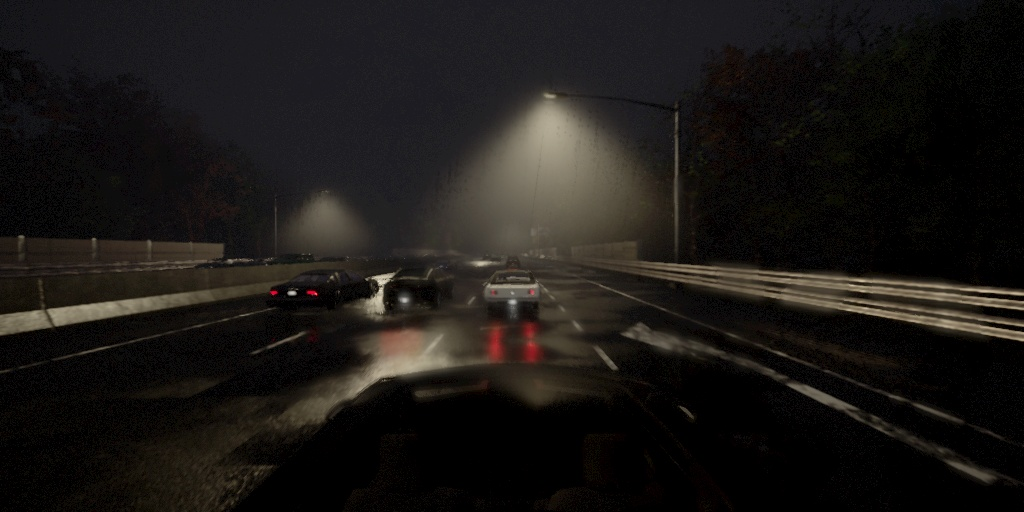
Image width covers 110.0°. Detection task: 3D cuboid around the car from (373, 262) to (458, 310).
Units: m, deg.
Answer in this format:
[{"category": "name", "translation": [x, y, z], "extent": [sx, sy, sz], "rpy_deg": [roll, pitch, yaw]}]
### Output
[{"category": "car", "translation": [-3.454, 1.145, 13.989], "extent": [1.837, 1.490, 4.892], "rpy_deg": [0, 1, 0]}]

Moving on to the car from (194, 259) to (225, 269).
[{"category": "car", "translation": [-27.945, 1.015, 34.497], "extent": [2.128, 1.511, 4.902], "rpy_deg": [0, 1, 1]}]

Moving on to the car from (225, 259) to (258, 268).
[{"category": "car", "translation": [-24.446, 1.001, 34.580], "extent": [2.128, 1.511, 4.902], "rpy_deg": [0, 1, 1]}]

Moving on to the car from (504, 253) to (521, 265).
[{"category": "car", "translation": [0.164, 0.772, 49.256], "extent": [1.837, 1.490, 4.892], "rpy_deg": [0, 1, 0]}]

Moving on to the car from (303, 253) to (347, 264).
[{"category": "car", "translation": [-17.451, 0.835, 34.387], "extent": [2.097, 1.767, 4.553], "rpy_deg": [0, 1, 1]}]

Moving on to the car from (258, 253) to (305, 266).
[{"category": "car", "translation": [-20.952, 0.723, 34.206], "extent": [2.150, 2.045, 5.566], "rpy_deg": [0, 0, 1]}]

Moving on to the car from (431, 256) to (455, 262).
[{"category": "car", "translation": [-6.875, 0.980, 37.108], "extent": [1.994, 1.385, 4.181], "rpy_deg": [0, 1, 0]}]

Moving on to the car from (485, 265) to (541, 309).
[{"category": "car", "translation": [0.048, 1.224, 14.123], "extent": [1.895, 1.301, 4.718], "rpy_deg": [0, 1, 0]}]

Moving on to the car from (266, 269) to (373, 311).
[{"category": "car", "translation": [-6.956, 1.200, 13.864], "extent": [2.033, 1.411, 5.357], "rpy_deg": [0, 1, 0]}]
